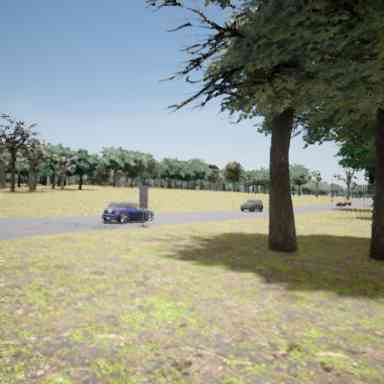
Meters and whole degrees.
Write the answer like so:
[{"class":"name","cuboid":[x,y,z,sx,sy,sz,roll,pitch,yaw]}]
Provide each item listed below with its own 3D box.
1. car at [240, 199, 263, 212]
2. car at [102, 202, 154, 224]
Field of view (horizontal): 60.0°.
[{"class":"car","cuboid":[10.125,2.277,56.107,2.150,2.045,5.566,2,0,35]},{"class":"car","cuboid":[-5.258,1.631,27.961,2.097,1.767,4.553,2,-1,35]}]
